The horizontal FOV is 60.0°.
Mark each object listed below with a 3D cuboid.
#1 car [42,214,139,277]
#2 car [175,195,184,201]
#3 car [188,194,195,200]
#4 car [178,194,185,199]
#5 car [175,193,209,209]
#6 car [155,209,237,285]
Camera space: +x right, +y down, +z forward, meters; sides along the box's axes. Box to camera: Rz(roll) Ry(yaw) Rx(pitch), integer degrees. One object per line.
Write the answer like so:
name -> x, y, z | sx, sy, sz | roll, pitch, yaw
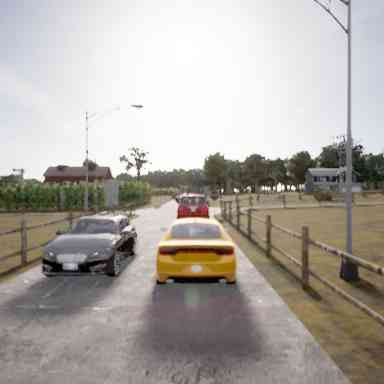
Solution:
car -> -2.853, 1.476, 10.254 | 2.128, 1.511, 4.902 | 0, 0, 0
car -> -2.799, 1.318, 74.606 | 1.994, 1.385, 4.181 | 0, 0, 0
car -> -0.052, 1.216, 85.814 | 1.837, 1.490, 4.892 | 0, 0, 0
car -> -2.803, 1.282, 90.181 | 1.895, 1.301, 4.718 | 0, 0, 0
car -> 0.062, 1.178, 23.484 | 2.150, 2.045, 5.566 | 0, 0, 0
car -> 0.093, 1.464, 9.458 | 1.882, 1.535, 5.008 | 0, 0, 0
